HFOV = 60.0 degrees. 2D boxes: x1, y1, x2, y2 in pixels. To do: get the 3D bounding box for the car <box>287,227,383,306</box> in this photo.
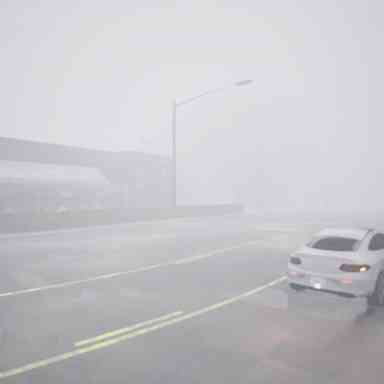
[{"bbox_3d":[3.965,1.588,8.246,1.812,1.442,4.674,0,0,41],"label":"car"}]
